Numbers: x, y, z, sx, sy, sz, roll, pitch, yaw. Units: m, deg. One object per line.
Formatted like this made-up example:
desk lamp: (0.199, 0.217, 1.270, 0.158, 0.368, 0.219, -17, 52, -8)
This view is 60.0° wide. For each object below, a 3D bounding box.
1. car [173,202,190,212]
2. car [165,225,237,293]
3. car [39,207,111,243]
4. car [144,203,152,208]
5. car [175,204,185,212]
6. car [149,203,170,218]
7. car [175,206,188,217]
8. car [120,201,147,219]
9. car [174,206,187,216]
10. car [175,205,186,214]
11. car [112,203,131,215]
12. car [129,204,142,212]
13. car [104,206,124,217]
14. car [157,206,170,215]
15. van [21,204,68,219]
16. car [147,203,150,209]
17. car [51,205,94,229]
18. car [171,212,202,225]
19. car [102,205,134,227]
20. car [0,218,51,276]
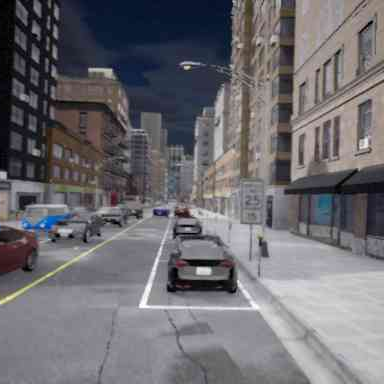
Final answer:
car: (-1.322, 2.471, 42.615, 2.192, 1.841, 5.009, 1, -2, -3)
car: (0.174, 1.895, 9.672, 1.947, 1.339, 4.313, 1, -1, -3)
car: (-6.167, 1.837, 18.213, 2.128, 1.511, 4.902, 2, -1, -3)
car: (-12.097, 3.778, 91.628, 1.947, 1.339, 4.313, 1, -2, -3)
car: (-2.579, 3.329, 70.057, 1.967, 1.590, 4.097, 1, -2, -3)
car: (-4.136, 2.577, 43.895, 1.882, 1.535, 5.008, 2, -1, -3)
car: (-1.586, 2.829, 48.268, 1.752, 1.417, 4.829, 1, -2, -3)
car: (-7.064, 2.101, 39.343, 2.150, 2.045, 5.566, 2, -2, -2)
car: (-1.829, 2.995, 53.586, 2.008, 1.369, 4.403, 1, -2, -3)
car: (-2.080, 3.136, 59.076, 1.887, 1.381, 4.507, 1, -2, -3)
car: (-10.088, 2.453, 47.720, 1.967, 1.590, 4.097, 1, -2, -3)
car: (-10.842, 2.998, 64.184, 1.887, 1.381, 4.507, 1, -2, -3)
car: (-9.840, 2.451, 42.226, 1.802, 1.307, 4.206, 1, -2, -3)
car: (-4.610, 2.972, 54.166, 1.895, 1.301, 4.718, 2, -2, -2)
van: (-8.832, 1.654, 20.275, 1.690, 1.788, 3.998, 1, -1, -3)
car: (-11.843, 3.498, 86.143, 1.967, 1.590, 4.097, 1, -2, -3)
car: (-9.085, 1.889, 25.762, 1.967, 1.590, 4.097, 1, -1, -3)
car: (-0.326, 2.165, 20.651, 1.947, 1.339, 4.313, 1, -1, -3)
car: (-6.637, 2.152, 28.631, 2.033, 1.411, 5.357, 2, -2, -3)
car: (-5.741, 1.641, 8.870, 1.812, 1.442, 4.674, 2, -1, -1)
